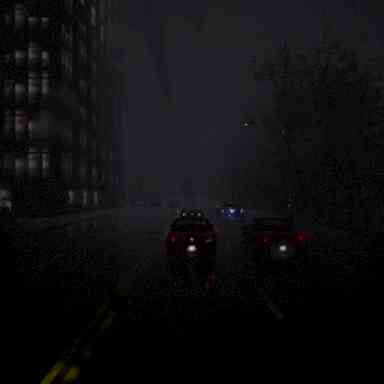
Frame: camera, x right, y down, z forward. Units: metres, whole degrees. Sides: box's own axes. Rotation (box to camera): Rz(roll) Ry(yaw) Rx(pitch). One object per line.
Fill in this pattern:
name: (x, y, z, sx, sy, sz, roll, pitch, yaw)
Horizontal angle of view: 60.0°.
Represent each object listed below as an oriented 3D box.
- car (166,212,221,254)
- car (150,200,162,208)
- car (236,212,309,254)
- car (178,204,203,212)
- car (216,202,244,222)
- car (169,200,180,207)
car: (-0.002, 1.732, 14.098, 1.895, 1.301, 4.718, 0, 0, 0)
car: (-6.520, 2.122, 61.712, 2.033, 1.411, 5.357, 0, -1, 0)
car: (3.248, 1.732, 14.100, 1.895, 1.301, 4.718, 0, 0, 0)
car: (-0.006, 1.871, 29.101, 1.895, 1.301, 4.718, 0, 0, 0)
car: (3.245, 1.620, 29.065, 2.097, 1.767, 4.553, 0, -1, 0)
car: (-3.270, 2.173, 61.593, 1.895, 1.301, 4.718, 0, -1, 0)
